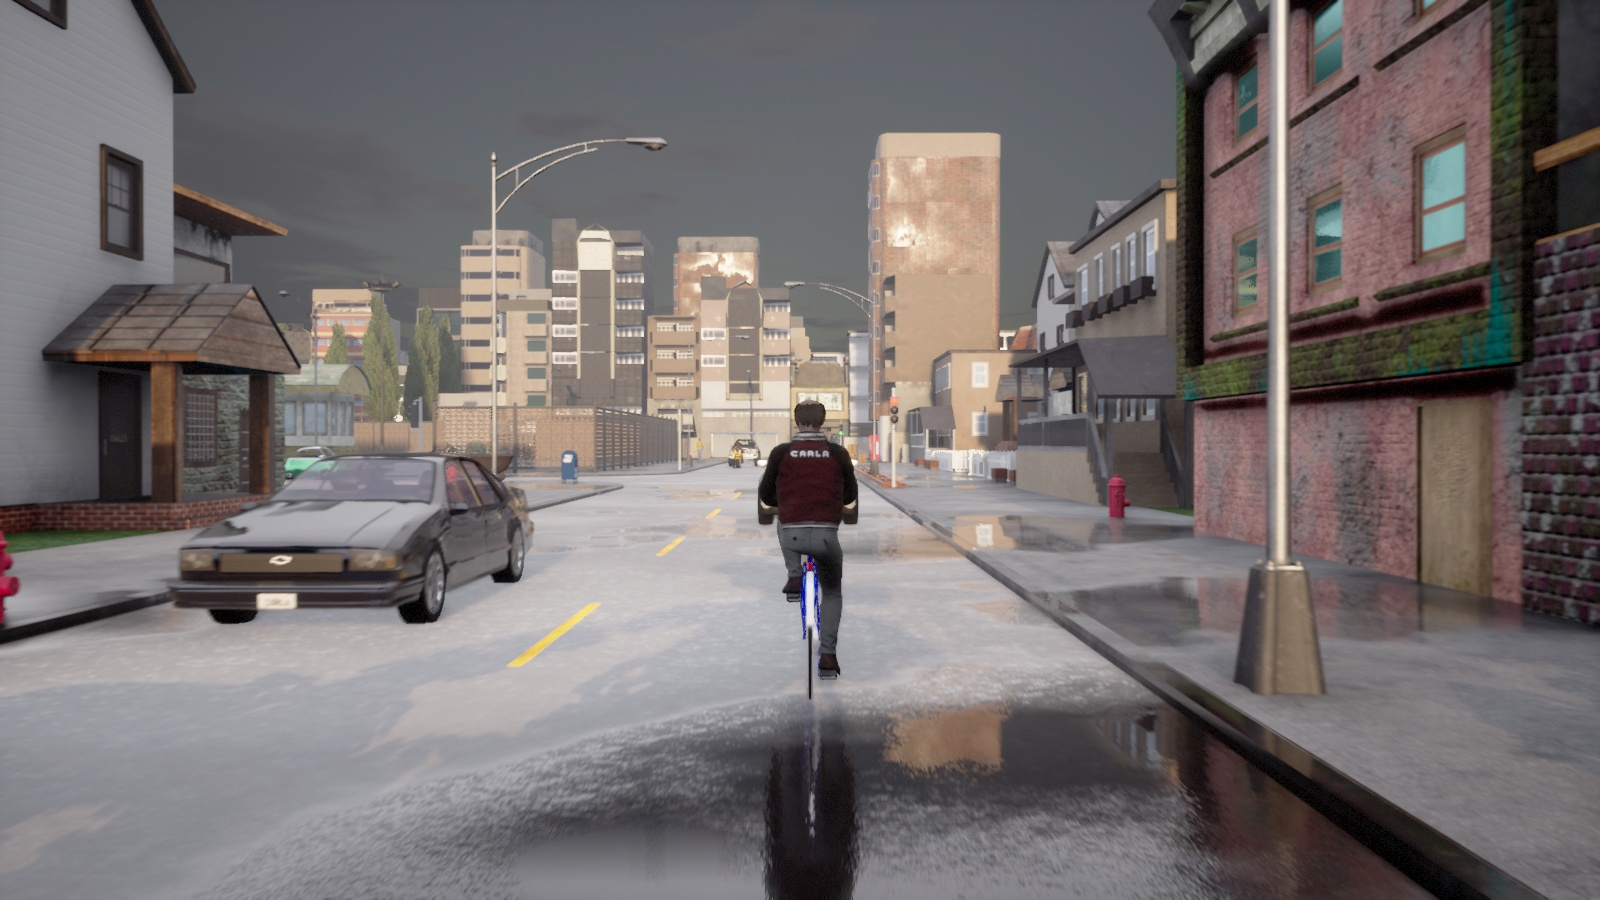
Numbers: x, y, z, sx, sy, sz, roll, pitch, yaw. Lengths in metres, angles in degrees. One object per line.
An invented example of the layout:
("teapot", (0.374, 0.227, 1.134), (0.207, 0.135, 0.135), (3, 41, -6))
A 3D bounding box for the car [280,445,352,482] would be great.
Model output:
("car", (-18.836, 0.509, 48.932), (2.207, 1.376, 1.481), (-1, 0, 0))

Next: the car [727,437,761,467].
("car", (-3.532, 0.107, 80.417), (1.932, 1.855, 4.605), (0, 0, 1))

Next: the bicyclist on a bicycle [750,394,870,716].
("bicyclist on a bicycle", (0.060, 0.573, 7.853), (0.659, 1.776, 1.843), (0, 1, 0))

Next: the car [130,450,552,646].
("car", (-3.918, 0.723, 11.958), (2.033, 1.411, 5.357), (0, 0, 0))

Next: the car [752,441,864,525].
("car", (0.150, 0.576, 24.102), (1.970, 1.475, 3.806), (0, 0, 0))
